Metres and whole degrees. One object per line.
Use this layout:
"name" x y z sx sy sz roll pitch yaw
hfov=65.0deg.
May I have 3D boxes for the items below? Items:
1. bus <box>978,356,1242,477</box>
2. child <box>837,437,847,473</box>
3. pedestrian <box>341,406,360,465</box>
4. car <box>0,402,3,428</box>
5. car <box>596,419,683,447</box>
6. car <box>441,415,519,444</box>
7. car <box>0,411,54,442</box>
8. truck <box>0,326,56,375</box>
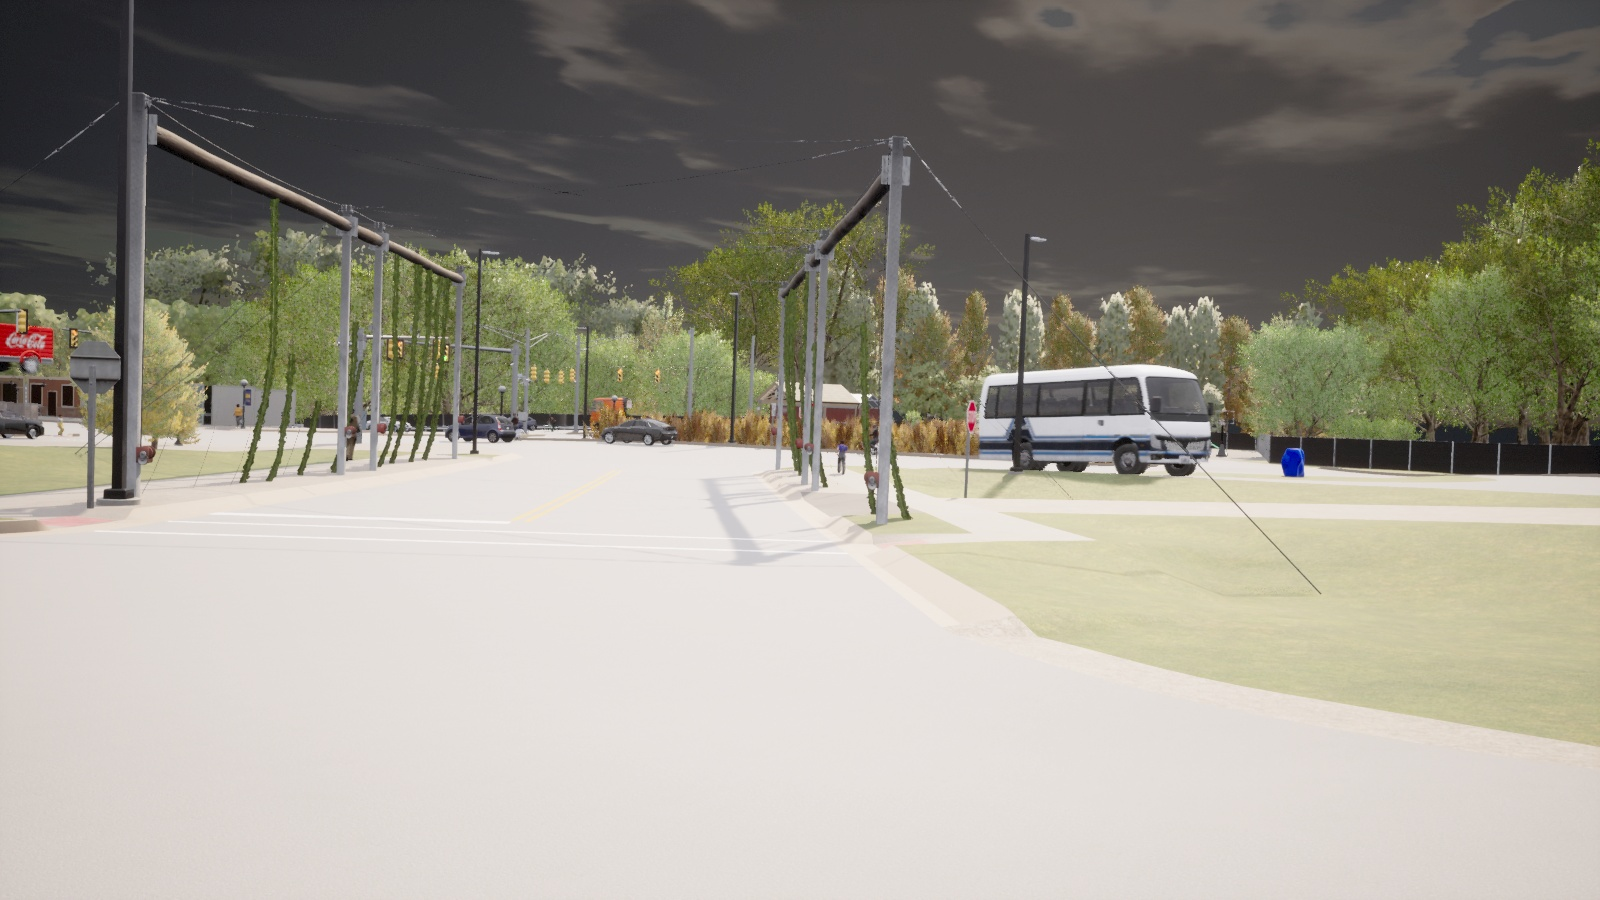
"bus" 11.856 -1.172 49.503 3.944 4.253 10.273 0 0 -32
"child" 1.466 0.178 44.161 0.270 1.263 0.437 2 2 -4
"pedestrian" -15.071 -0.486 42.095 0.396 1.930 0.692 2 2 -6
"car" -54.205 -2.312 80.945 5.027 1.651 2.152 2 2 21
"car" -9.356 -1.018 72.966 4.892 1.490 1.837 2 3 31
"car" -18.534 -1.213 72.725 3.988 1.617 1.851 1 2 20
"car" -39.771 -1.179 61.964 2.128 1.511 4.902 2 1 16
"truck" -43.545 -5.457 67.799 2.627 2.467 5.204 5 3 21
